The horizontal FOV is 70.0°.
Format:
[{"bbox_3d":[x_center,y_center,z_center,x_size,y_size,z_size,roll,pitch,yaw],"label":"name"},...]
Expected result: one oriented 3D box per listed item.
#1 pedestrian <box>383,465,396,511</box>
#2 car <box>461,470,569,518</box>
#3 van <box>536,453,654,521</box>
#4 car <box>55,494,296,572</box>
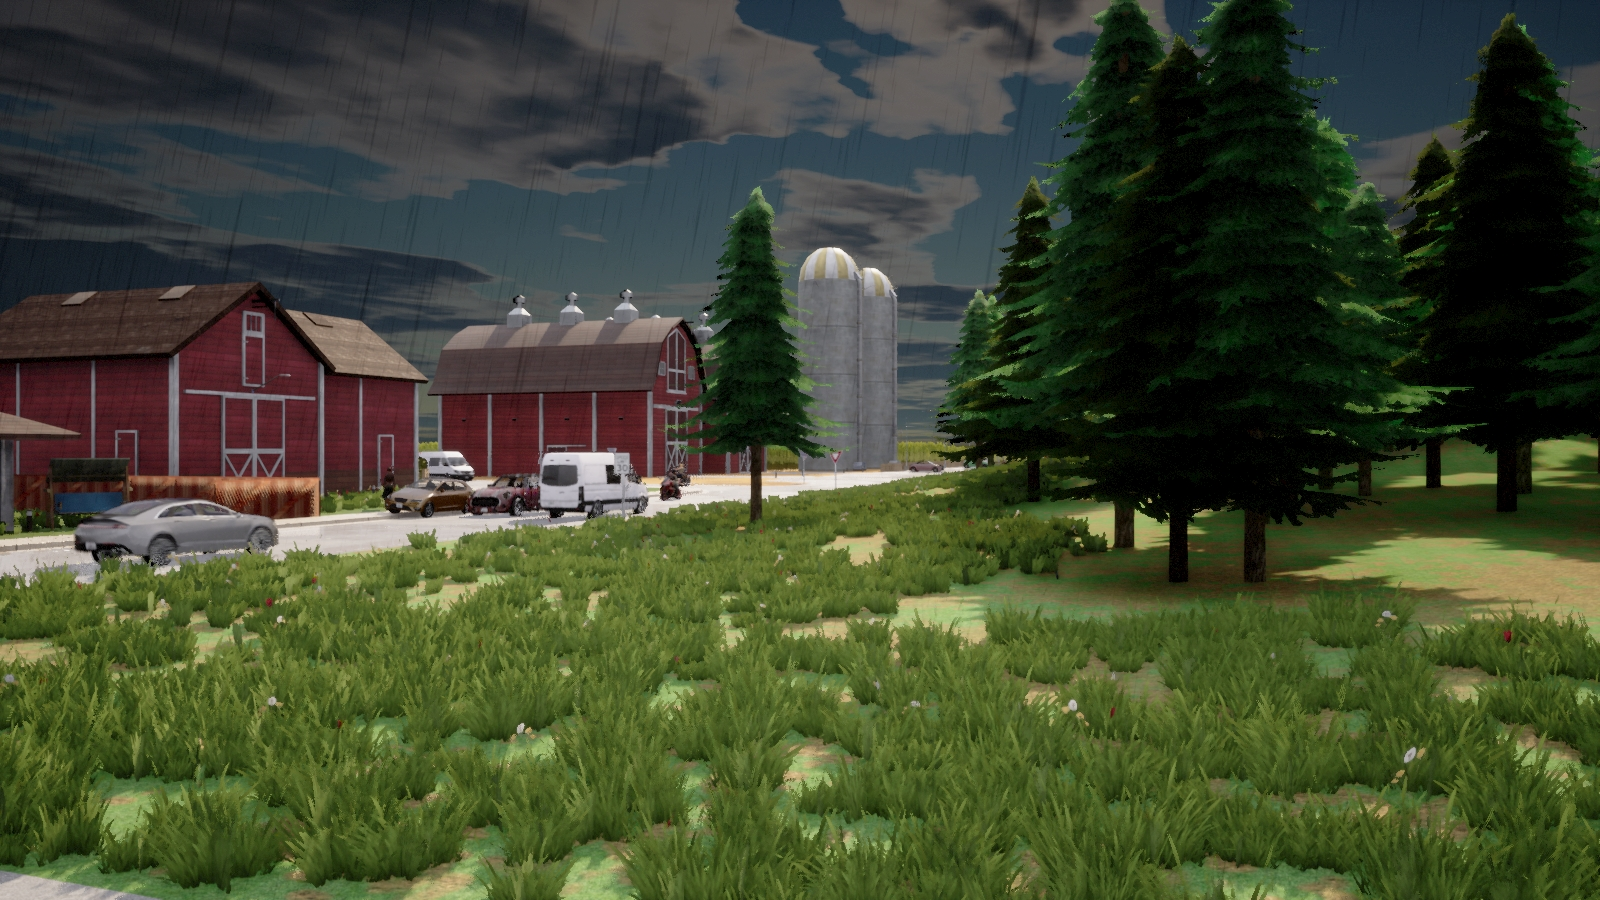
[{"bbox_3d":[-16.918,1.555,47.065,0.375,1.860,0.375,0,0,42],"label":"pedestrian"},{"bbox_3d":[-11.584,1.766,46.755,2.097,1.767,4.553,0,0,20],"label":"car"},{"bbox_3d":[-8.132,1.394,46.013,1.988,2.561,5.915,0,0,20],"label":"van"},{"bbox_3d":[-14.842,1.907,27.528,2.128,1.511,4.902,0,0,20],"label":"car"}]
